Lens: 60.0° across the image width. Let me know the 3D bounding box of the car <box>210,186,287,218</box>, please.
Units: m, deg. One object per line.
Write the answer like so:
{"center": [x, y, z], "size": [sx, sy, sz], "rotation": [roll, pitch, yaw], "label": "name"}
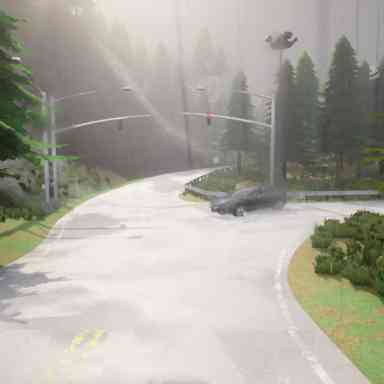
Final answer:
{"center": [3.330, 0.452, 19.255], "size": [4.892, 1.490, 1.837], "rotation": [-6, 5, -29], "label": "car"}
